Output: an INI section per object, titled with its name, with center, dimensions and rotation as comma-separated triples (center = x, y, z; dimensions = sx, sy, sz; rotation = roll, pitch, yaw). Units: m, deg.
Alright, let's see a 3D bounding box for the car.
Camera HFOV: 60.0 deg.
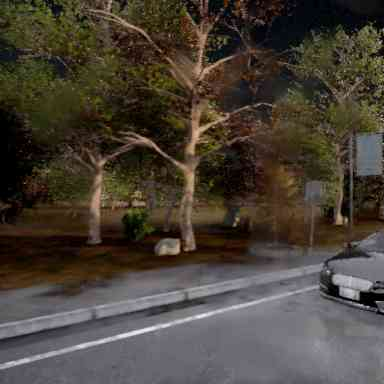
[car]
center = 4.821, 1.574, 7.372
dimensions = 4.902, 1.511, 2.128
rotation = 1, 0, -35
